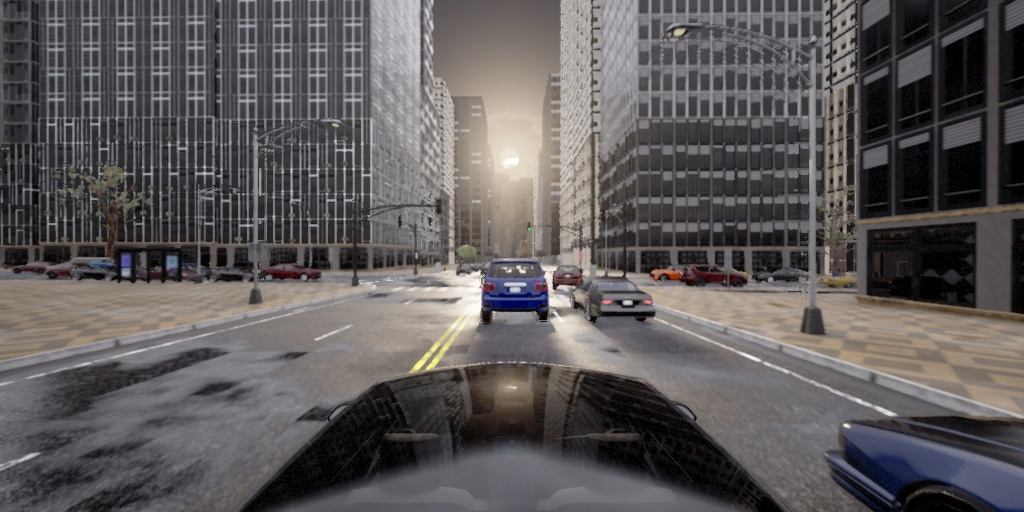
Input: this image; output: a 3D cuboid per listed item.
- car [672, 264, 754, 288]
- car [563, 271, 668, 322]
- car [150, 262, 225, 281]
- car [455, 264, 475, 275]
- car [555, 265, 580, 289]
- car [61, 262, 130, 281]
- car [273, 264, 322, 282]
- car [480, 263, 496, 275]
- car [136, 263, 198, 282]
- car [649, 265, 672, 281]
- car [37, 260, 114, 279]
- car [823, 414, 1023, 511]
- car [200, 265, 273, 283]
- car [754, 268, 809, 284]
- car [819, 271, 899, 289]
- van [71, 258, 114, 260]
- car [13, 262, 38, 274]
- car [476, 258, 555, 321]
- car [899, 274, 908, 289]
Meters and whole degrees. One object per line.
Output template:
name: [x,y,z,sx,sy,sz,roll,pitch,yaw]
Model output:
car: [16.186,1.615,29.094,5.009,1.841,2.192,0,0,1]
car: [3.347,1.433,12.900,2.033,1.411,5.357,0,-1,0]
car: [-29.276,1.382,32.467,4.902,1.511,2.128,1,0,1]
car: [-6.614,1.822,49.503,1.837,1.490,4.892,0,-1,-1]
car: [4.103,1.452,25.921,2.097,1.767,4.553,-1,-3,11]
car: [-34.104,1.423,29.921,4.313,1.339,1.948,0,0,1]
car: [-19.774,1.452,32.274,5.008,1.535,1.882,1,0,0]
car: [-3.348,1.805,50.396,1.882,1.535,5.008,0,-1,0]
car: [-28.423,1.490,29.749,4.207,1.307,1.802,0,0,1]
car: [15.772,1.628,34.912,4.553,1.767,2.097,0,0,-1]
car: [-39.548,1.325,32.678,4.674,1.442,1.812,1,0,1]
car: [3.355,1.281,0.296,2.033,1.411,5.357,0,-1,0]
car: [-22.739,1.524,29.616,4.313,1.339,1.948,0,0,1]
car: [25.901,1.868,34.714,4.892,1.490,1.837,0,0,1]
car: [27.635,1.923,28.899,4.829,1.417,1.751,0,0,1]
van: [-45.297,1.067,38.581,3.998,1.789,1.690,0,0,1]
car: [-50.979,1.256,38.696,4.207,1.307,1.802,0,0,1]
car: [0.096,1.112,13.260,2.150,2.045,5.566,0,0,0]
car: [33.105,2.028,28.806,4.207,1.307,1.802,0,0,1]
